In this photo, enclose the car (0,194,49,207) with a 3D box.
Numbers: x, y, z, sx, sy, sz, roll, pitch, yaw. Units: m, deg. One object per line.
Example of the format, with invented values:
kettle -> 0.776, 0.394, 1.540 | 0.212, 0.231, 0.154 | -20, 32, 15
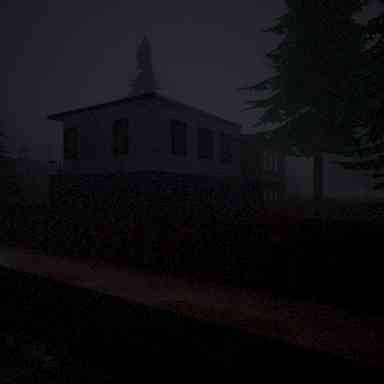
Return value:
car -> -14.765, 1.202, 29.609 | 2.150, 2.045, 5.566 | 0, 0, 27
